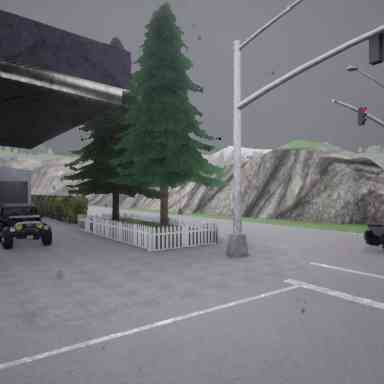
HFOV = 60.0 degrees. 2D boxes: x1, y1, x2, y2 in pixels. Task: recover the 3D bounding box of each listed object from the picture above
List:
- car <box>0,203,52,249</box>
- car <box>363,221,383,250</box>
[{"bbox_3d":[-8.053,1.505,15.798,1.905,1.878,3.866,0,0,-37],"label":"car"},{"bbox_3d":[9.308,1.584,12.606,5.008,1.535,1.882,-1,0,35],"label":"car"}]
